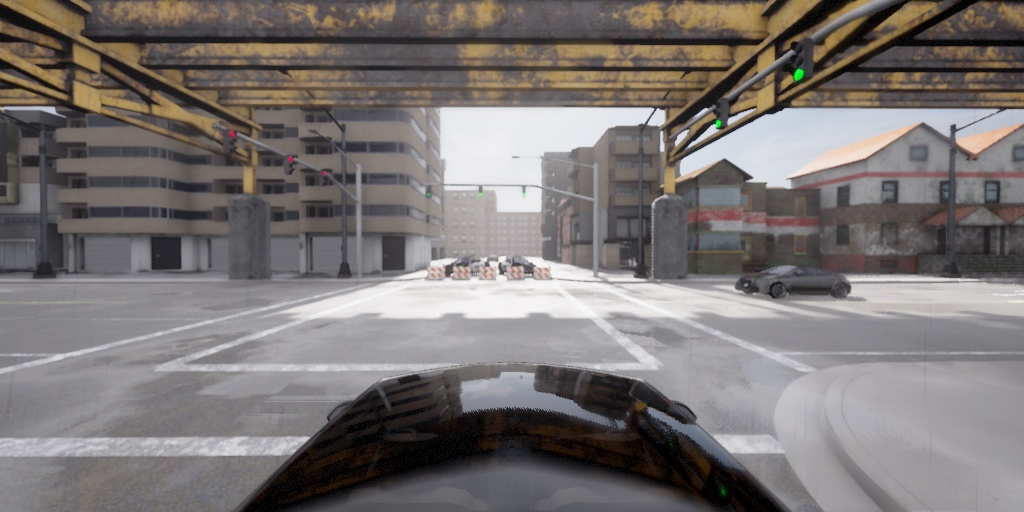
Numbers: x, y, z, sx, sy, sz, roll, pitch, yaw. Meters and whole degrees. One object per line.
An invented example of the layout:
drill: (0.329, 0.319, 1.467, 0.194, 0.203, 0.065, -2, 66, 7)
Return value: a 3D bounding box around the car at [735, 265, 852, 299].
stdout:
car: (12.351, 1.100, 15.902, 4.181, 1.385, 1.994, 0, 1, 0)
